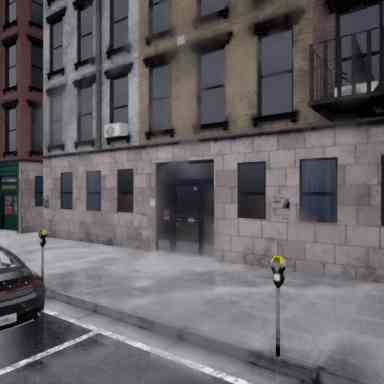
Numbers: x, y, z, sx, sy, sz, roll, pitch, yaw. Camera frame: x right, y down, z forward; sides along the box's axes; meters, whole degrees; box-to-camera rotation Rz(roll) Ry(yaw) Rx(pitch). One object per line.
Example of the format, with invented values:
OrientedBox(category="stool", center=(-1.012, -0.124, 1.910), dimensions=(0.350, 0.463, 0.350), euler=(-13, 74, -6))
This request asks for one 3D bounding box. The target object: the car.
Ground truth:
OrientedBox(category="car", center=(-4.360, 1.550, 5.909), dimensions=(4.403, 1.369, 2.008), euler=(0, 0, 35))
